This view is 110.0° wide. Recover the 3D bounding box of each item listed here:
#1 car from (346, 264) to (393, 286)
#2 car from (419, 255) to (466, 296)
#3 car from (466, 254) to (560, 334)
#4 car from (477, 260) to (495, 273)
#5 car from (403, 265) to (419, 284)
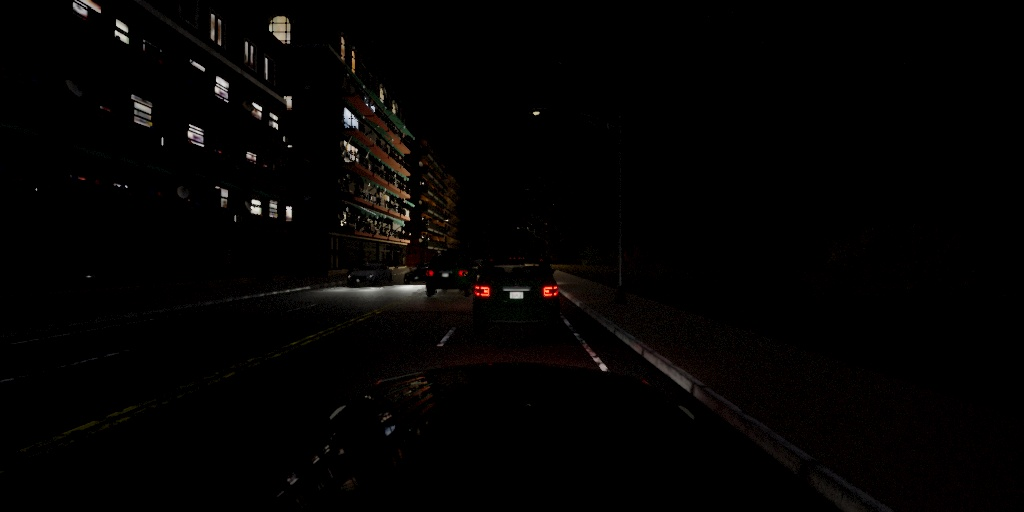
[{"bbox_3d":[-9.772,1.278,25.076,1.812,1.442,4.674,0,0,0],"label":"car"},{"bbox_3d":[-3.102,0.974,19.426,2.150,2.045,5.566,0,0,0],"label":"car"},{"bbox_3d":[0.119,0.973,10.714,2.150,2.045,5.566,0,0,0],"label":"car"},{"bbox_3d":[-3.037,1.277,43.292,1.812,1.442,4.674,0,0,0],"label":"car"},{"bbox_3d":[-6.532,1.316,26.440,1.994,1.385,4.181,0,0,0],"label":"car"}]
